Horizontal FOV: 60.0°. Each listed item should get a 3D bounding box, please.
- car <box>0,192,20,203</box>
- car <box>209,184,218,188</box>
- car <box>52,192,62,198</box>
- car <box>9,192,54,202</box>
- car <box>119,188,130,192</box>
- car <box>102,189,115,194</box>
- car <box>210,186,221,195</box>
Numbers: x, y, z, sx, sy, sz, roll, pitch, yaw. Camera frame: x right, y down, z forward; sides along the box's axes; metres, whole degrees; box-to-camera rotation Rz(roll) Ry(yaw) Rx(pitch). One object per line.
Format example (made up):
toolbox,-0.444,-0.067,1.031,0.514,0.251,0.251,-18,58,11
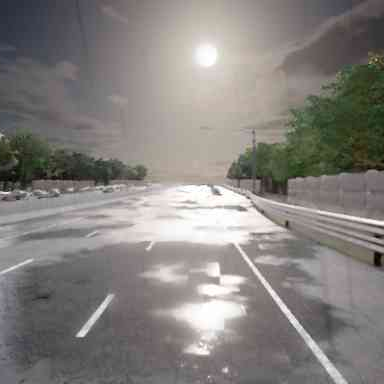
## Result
car,-20.526,1.083,35.331,1.812,1.442,4.674,0,1,2
car,6.232,-0.654,92.351,2.033,1.411,5.357,0,2,2
car,-23.241,0.652,54.953,1.994,1.385,4.181,0,2,2
car,-17.017,1.077,35.580,1.812,1.442,4.674,0,1,2
car,-15.414,-0.092,76.102,1.812,1.442,4.674,0,2,2
car,-18.927,-0.062,75.823,2.033,1.411,5.357,0,2,2
car,5.594,-0.010,75.908,1.895,1.301,4.718,0,2,2
